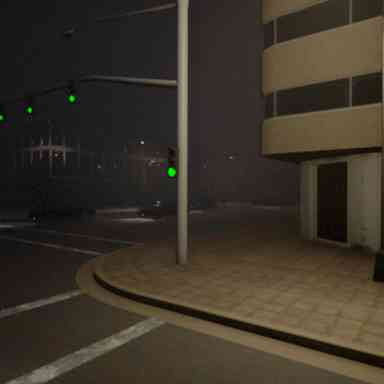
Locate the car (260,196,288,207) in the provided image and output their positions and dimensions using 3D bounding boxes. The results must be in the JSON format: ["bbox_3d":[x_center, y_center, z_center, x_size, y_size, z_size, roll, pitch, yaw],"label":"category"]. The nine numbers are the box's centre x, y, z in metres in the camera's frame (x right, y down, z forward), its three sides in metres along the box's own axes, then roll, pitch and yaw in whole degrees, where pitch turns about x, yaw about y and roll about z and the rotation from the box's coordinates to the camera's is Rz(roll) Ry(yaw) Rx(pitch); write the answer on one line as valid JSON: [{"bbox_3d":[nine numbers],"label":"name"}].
[{"bbox_3d":[12.678,1.485,49.885,2.033,1.411,5.357,0,0,37],"label":"car"}]

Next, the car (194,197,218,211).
[{"bbox_3d":[1.302,1.431,40.321,1.837,1.490,4.892,0,0,36],"label":"car"}]

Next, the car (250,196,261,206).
[{"bbox_3d":[11.409,1.385,54.048,2.033,1.411,5.357,0,0,36],"label":"car"}]

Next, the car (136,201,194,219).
[{"bbox_3d":[-2.410,1.485,29.285,2.033,1.411,5.357,0,0,36],"label":"car"}]

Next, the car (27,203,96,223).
[{"bbox_3d":[-9.764,1.527,25.128,1.895,1.301,4.718,0,0,36],"label":"car"}]
